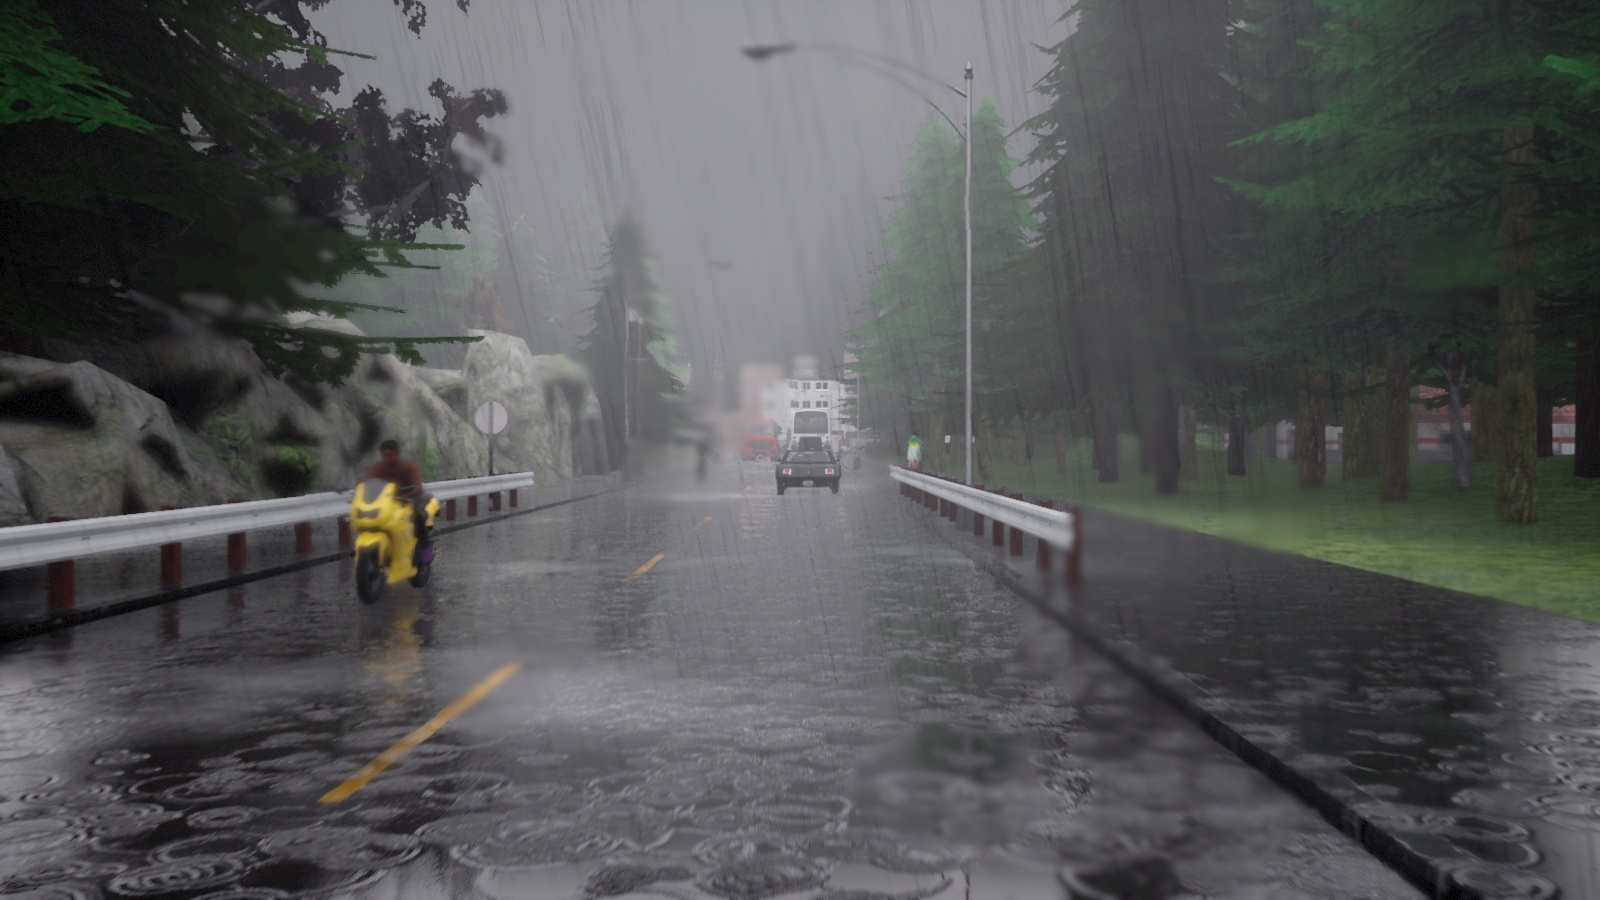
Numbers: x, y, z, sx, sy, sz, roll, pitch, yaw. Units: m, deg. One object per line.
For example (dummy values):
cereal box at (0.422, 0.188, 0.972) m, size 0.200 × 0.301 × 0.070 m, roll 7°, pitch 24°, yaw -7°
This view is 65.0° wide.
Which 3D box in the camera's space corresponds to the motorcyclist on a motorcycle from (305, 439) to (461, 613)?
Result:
motorcyclist on a motorcycle at (-3.919, 0.658, 11.992) m, size 0.797 × 1.523 × 2.044 m, roll 0°, pitch 0°, yaw 0°

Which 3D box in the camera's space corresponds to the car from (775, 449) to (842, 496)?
car at (0.263, 0.633, 37.953) m, size 1.895 × 1.301 × 4.718 m, roll 0°, pitch 0°, yaw 1°

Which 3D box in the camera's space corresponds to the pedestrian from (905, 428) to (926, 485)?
pedestrian at (3.960, 0.216, 43.087) m, size 0.659 × 1.952 × 0.873 m, roll 0°, pitch 0°, yaw 9°

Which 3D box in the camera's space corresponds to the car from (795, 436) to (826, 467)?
car at (0.659, 0.101, 78.362) m, size 1.905 × 1.878 × 3.866 m, roll 0°, pitch 0°, yaw 1°
